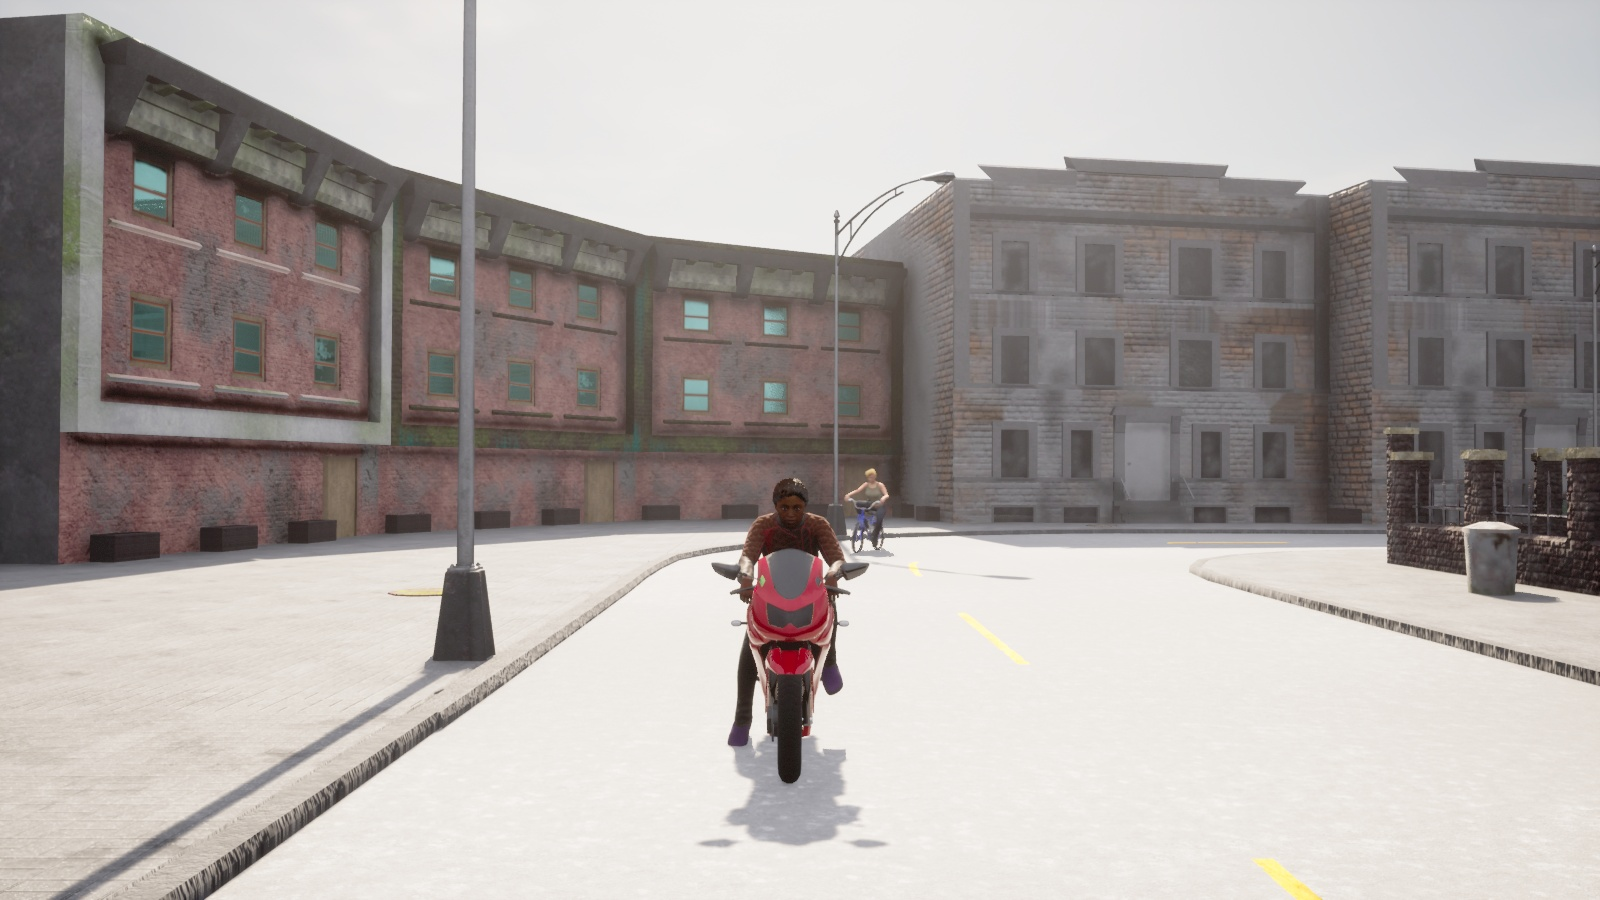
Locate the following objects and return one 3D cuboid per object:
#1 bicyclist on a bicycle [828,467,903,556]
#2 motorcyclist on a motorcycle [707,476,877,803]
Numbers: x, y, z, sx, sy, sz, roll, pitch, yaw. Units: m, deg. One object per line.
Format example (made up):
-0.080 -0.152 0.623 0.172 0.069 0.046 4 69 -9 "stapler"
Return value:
1.277 1.152 24.130 0.866 1.612 1.509 1 0 26 "bicyclist on a bicycle"
-0.047 0.913 6.945 0.797 1.523 2.044 0 -1 0 "motorcyclist on a motorcycle"
